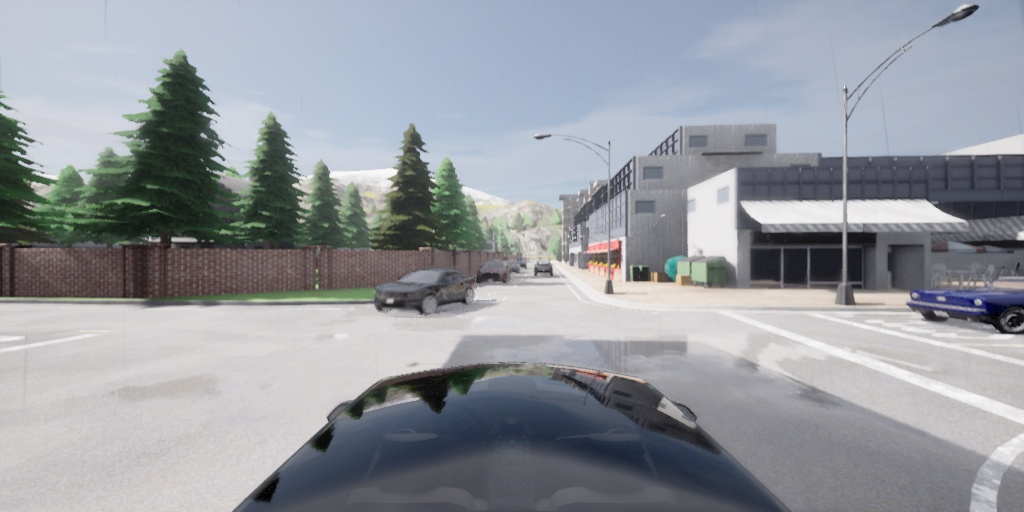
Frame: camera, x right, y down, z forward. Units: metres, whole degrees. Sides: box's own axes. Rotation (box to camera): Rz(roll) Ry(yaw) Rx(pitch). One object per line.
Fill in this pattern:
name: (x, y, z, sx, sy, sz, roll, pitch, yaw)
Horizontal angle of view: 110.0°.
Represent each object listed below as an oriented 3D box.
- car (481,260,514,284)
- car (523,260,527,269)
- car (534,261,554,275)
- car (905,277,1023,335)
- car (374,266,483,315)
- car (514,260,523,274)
car: (-1.304, 1.100, 27.184, 2.097, 1.767, 4.553, 0, 0, 5)
car: (1.377, 1.340, 56.805, 1.895, 1.301, 4.718, 0, 0, 5)
car: (3.353, 1.234, 37.993, 2.128, 1.511, 4.902, 0, 0, 5)
car: (13.160, 1.171, 8.958, 4.718, 1.301, 1.895, 0, 0, 5)
car: (-3.064, 1.201, 13.633, 1.882, 1.535, 5.008, 1, -1, 18)
car: (-0.099, 1.247, 40.866, 1.837, 1.490, 4.892, 0, 0, 5)
